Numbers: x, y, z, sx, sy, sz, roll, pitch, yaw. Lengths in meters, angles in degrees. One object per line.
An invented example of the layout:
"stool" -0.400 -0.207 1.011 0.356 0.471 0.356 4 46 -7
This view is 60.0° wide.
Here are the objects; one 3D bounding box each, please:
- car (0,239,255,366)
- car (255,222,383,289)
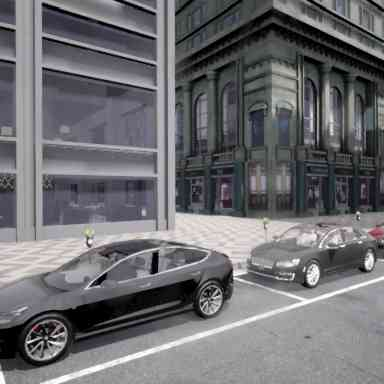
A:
"car" -1.178 1.566 5.818 4.313 1.339 1.947 0 0 -36
"car" 3.403 1.551 9.101 4.403 1.369 2.008 0 0 -36
